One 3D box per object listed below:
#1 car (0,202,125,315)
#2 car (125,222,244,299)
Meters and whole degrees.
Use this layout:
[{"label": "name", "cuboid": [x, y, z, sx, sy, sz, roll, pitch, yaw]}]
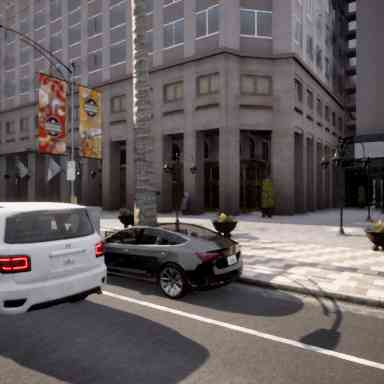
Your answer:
[{"label": "car", "cuboid": [-4.207, 1.221, 6.991, 5.566, 2.045, 2.150, 0, 0, 35]}, {"label": "car", "cuboid": [-1.048, 1.513, 8.533, 4.786, 1.482, 2.161, 0, 0, 35]}]
